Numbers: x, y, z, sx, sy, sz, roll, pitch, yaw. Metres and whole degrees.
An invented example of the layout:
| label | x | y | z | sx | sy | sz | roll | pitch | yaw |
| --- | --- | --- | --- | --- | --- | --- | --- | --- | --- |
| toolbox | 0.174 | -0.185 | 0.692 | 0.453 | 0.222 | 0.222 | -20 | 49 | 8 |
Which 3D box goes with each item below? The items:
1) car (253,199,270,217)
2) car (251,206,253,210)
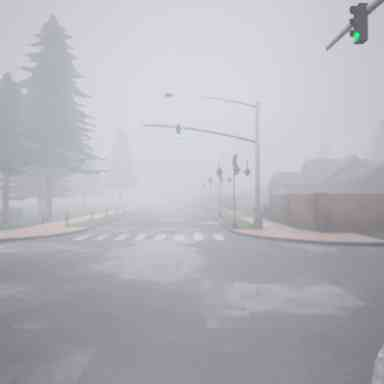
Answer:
| label | x | y | z | sx | sy | sz | roll | pitch | yaw |
| --- | --- | --- | --- | --- | --- | --- | --- | --- | --- |
| car | 8.863 | 1.534 | 33.564 | 4.605 | 1.855 | 1.932 | 0 | -1 | -1 |
| car | 8.449 | 1.564 | 36.074 | 3.866 | 1.878 | 1.905 | 0 | -1 | -1 |
